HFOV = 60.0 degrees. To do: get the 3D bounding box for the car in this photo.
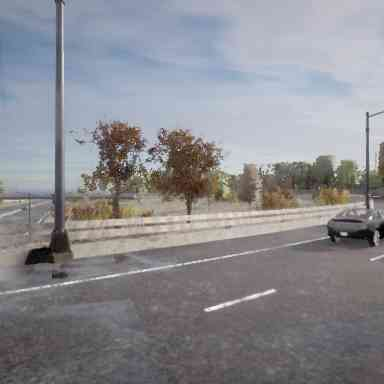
[{"bbox_3d":[7.922,1.493,15.180,4.902,1.511,2.128,0,0,-44],"label":"car"}]
